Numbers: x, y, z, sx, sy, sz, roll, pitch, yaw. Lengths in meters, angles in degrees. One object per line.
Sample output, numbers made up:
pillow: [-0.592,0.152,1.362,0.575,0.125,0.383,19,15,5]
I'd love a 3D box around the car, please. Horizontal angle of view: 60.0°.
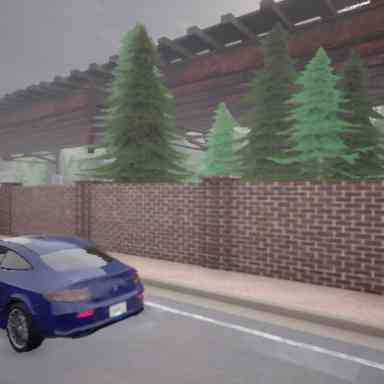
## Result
car: [-2.919,1.506,6.069,4.674,1.442,1.812,0,0,36]
